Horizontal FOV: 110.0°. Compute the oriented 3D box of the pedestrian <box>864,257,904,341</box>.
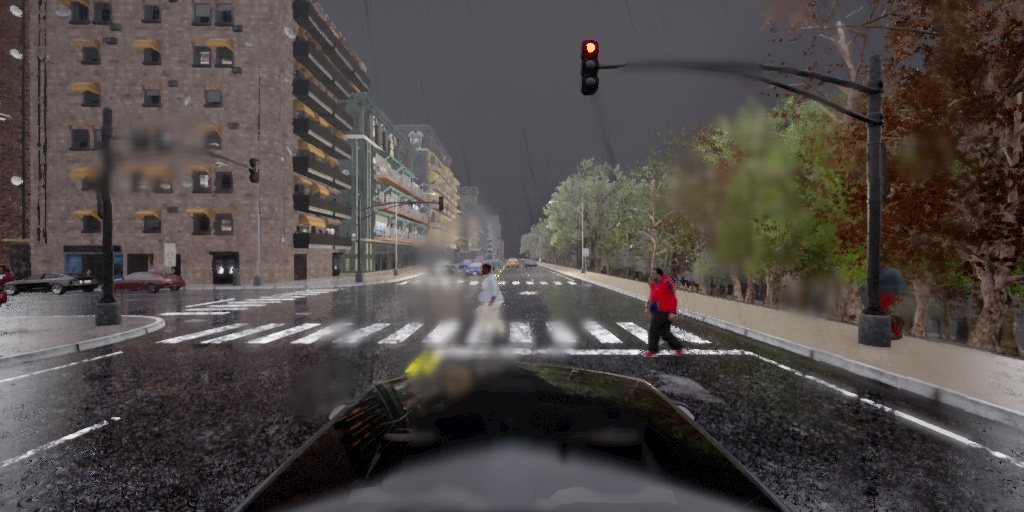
[{"bbox_3d":[7.984,0.891,7.704,0.375,1.860,0.375,0,0,0],"label":"pedestrian"}]

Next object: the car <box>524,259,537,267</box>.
[{"bbox_3d":[3.427,1.330,64.929,1.994,1.385,4.181,0,0,0],"label":"car"}]

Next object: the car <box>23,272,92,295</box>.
[{"bbox_3d":[-28.291,1.647,22.134,4.313,1.339,1.948,0,0,-1],"label":"car"}]

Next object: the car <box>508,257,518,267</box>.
[{"bbox_3d":[0.176,1.243,64.521,1.882,1.535,5.008,0,0,0],"label":"car"}]

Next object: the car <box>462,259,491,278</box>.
[{"bbox_3d":[-3.251,1.278,33.719,1.812,1.442,4.674,0,0,0],"label":"car"}]

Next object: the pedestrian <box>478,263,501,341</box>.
[{"bbox_3d":[-0.521,1.044,8.329,0.375,1.860,0.375,0,0,0],"label":"pedestrian"}]

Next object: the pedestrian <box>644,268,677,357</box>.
[{"bbox_3d":[2.904,1.044,7.027,0.375,1.860,0.375,0,0,0],"label":"pedestrian"}]

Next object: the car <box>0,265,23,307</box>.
[{"bbox_3d":[-22.627,1.335,13.571,5.009,1.841,2.192,0,0,-1],"label":"car"}]

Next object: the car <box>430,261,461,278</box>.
[{"bbox_3d":[-6.508,1.243,34.255,2.128,1.511,4.902,0,0,0],"label":"car"}]

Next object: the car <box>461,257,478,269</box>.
[{"bbox_3d":[-6.449,1.236,51.668,1.882,1.535,5.008,0,0,0],"label":"car"}]

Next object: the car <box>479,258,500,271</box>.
[{"bbox_3d":[-3.210,1.304,49.938,2.033,1.411,5.357,0,0,0],"label":"car"}]

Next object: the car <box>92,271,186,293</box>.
[{"bbox_3d":[-22.724,1.592,22.218,4.207,1.307,1.802,0,0,-1],"label":"car"}]
